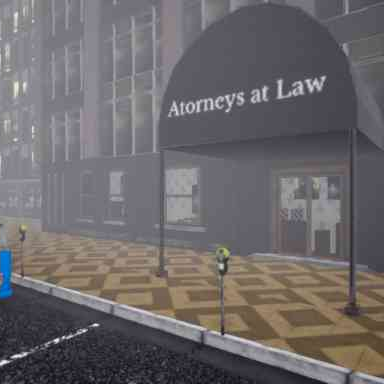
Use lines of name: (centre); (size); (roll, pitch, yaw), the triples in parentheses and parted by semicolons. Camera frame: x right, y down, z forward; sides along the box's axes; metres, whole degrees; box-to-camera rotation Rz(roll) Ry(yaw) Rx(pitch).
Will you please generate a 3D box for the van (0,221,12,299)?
van: (-5.267, 1.342, 6.660); (3.998, 1.788, 1.690); (0, 0, 36)
